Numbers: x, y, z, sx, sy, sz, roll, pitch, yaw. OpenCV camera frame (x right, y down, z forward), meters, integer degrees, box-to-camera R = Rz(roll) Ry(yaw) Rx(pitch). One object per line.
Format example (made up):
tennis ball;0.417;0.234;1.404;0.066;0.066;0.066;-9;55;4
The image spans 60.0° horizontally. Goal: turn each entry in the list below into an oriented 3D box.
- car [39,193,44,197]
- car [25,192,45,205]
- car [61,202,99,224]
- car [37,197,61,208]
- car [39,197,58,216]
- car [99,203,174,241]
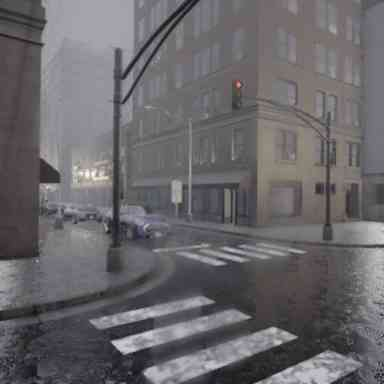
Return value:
car;-19.193;1.267;40.408;2.097;1.767;4.553;1;0;-35
car;-26.230;1.110;55.484;2.150;2.045;5.566;1;0;-35
car;-8.046;1.554;24.482;1.994;1.385;4.181;1;0;-35
car;-20.099;1.476;46.742;2.033;1.411;5.357;1;0;-35
car;-13.423;1.501;32.127;2.033;1.411;5.357;1;0;-35
car;-2.812;1.377;17.036;2.097;1.767;4.553;1;0;-35
